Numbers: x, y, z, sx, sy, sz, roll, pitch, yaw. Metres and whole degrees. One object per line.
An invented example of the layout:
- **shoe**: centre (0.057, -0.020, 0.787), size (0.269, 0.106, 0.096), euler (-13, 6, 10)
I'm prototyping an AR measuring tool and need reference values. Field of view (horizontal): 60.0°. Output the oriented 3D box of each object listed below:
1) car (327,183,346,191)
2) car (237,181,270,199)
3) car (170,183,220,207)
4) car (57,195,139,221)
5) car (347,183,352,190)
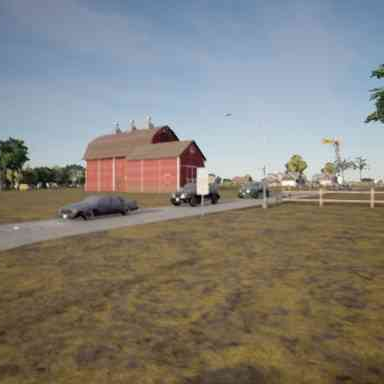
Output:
- **car**: centre (26.654, -0.883, 61.880), size (2.033, 1.411, 5.357), euler (0, 2, 35)
- **car**: centre (7.483, -0.249, 39.941), size (2.150, 2.045, 5.566), euler (0, 2, 35)
- **car**: centre (0.423, 0.189, 30.012), size (2.150, 2.045, 5.566), euler (0, 2, 36)
- **car**: centre (-5.782, 0.911, 21.282), size (2.033, 1.411, 5.357), euler (0, 2, 35)
- **car**: centre (32.678, -1.237, 70.527), size (1.837, 1.490, 4.892), euler (0, 2, 35)
